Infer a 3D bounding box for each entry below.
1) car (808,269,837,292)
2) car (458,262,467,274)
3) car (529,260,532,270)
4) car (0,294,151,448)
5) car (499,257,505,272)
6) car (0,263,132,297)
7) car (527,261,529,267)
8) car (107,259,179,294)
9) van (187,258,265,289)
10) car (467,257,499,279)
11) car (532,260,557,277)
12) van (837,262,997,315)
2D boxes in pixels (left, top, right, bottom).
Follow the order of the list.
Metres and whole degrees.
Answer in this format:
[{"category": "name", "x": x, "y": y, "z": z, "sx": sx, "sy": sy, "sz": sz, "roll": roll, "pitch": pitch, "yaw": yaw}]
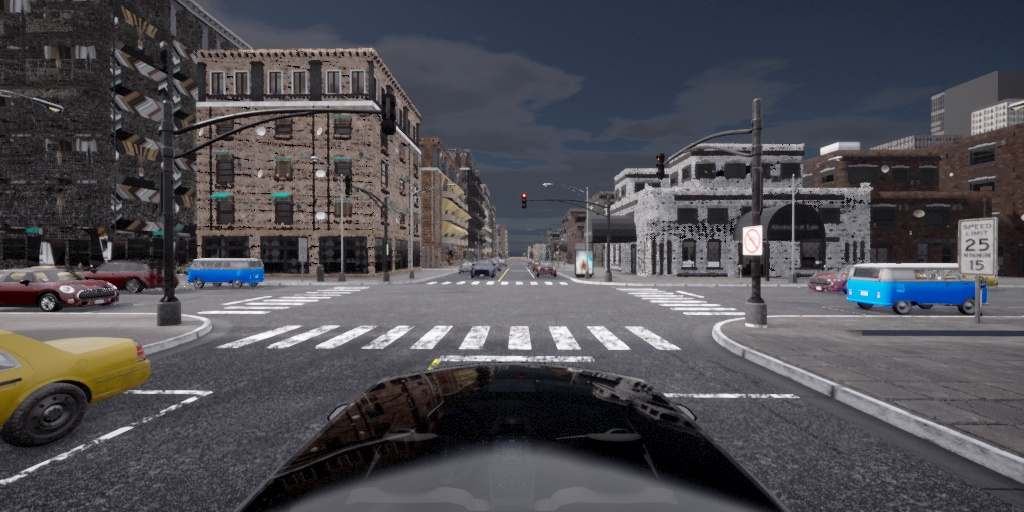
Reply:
[{"category": "car", "x": 18.487, "y": 1.134, "z": 18.966, "sx": 4.553, "sy": 1.767, "sz": 2.097, "roll": 0, "pitch": 0, "yaw": 1}, {"category": "car", "x": -5.029, "y": 1.311, "z": 40.945, "sx": 2.007, "sy": 1.370, "sz": 4.403, "roll": 0, "pitch": 0, "yaw": 1}, {"category": "car", "x": 3.447, "y": 1.347, "z": 46.511, "sx": 1.802, "sy": 1.307, "sz": 4.207, "roll": 0, "pitch": 0, "yaw": 1}, {"category": "car", "x": -5.680, "y": 1.275, "z": 2.629, "sx": 1.751, "sy": 1.417, "sz": 4.829, "roll": 0, "pitch": 0, "yaw": 1}, {"category": "car", "x": -2.346, "y": 1.255, "z": 46.118, "sx": 2.128, "sy": 1.511, "sz": 4.902, "roll": 0, "pitch": 0, "yaw": 1}, {"category": "car", "x": -17.528, "y": 1.190, "z": 13.527, "sx": 4.097, "sy": 1.591, "sz": 1.967, "roll": 0, "pitch": 0, "yaw": 1}, {"category": "car", "x": 3.544, "y": 1.321, "z": 52.207, "sx": 2.007, "sy": 1.370, "sz": 4.403, "roll": 0, "pitch": 0, "yaw": 1}, {"category": "car", "x": -20.937, "y": 1.055, "z": 19.317, "sx": 4.553, "sy": 1.767, "sz": 2.097, "roll": 0, "pitch": 0, "yaw": 1}, {"category": "van", "x": -17.429, "y": 1.030, "z": 21.907, "sx": 3.998, "sy": 1.789, "sz": 1.690, "roll": 0, "pitch": 0, "yaw": 1}, {"category": "car", "x": -2.569, "y": 1.107, "z": 33.154, "sx": 2.097, "sy": 1.767, "sz": 4.553, "roll": 0, "pitch": 0, "yaw": 1}, {"category": "car", "x": 3.254, "y": 1.195, "z": 35.119, "sx": 1.967, "sy": 1.591, "sz": 4.097, "roll": 0, "pitch": 0, "yaw": 1}, {"category": "van", "x": 14.849, "y": 1.156, "z": 13.218, "sx": 3.998, "sy": 1.789, "sz": 1.690, "roll": 0, "pitch": 0, "yaw": 1}]
